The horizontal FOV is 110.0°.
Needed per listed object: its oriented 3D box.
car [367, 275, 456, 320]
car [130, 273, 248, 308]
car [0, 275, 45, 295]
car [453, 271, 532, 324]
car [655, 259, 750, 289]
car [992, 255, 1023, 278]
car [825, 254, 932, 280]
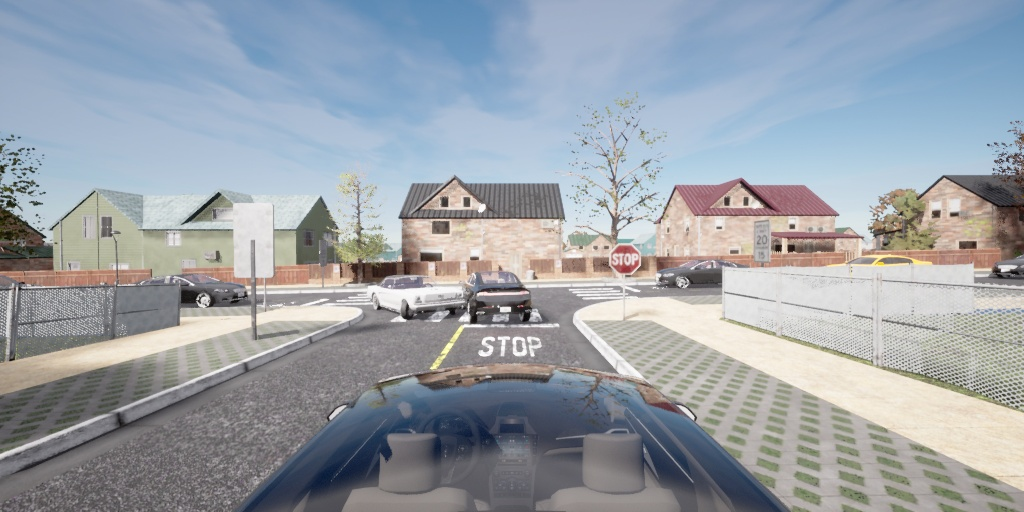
[{"bbox_3d":[-3.598,1.367,12.962,1.895,1.301,4.718,0,0,-38],"label":"car"},{"bbox_3d":[-14.897,1.566,16.462,4.902,1.511,2.128,-1,1,0],"label":"car"},{"bbox_3d":[-24.234,1.648,16.425,4.553,1.767,2.097,-1,1,0],"label":"car"},{"bbox_3d":[-0.681,1.242,12.101,2.128,1.511,4.902,0,0,-12],"label":"car"},{"bbox_3d":[10.337,0.925,19.505,4.902,1.511,2.128,-1,1,0],"label":"car"},{"bbox_3d":[29.392,0.477,19.571,4.902,1.511,2.128,-1,1,0],"label":"car"},{"bbox_3d":[19.768,0.690,19.538,5.008,1.535,1.882,-1,1,-1],"label":"car"}]
